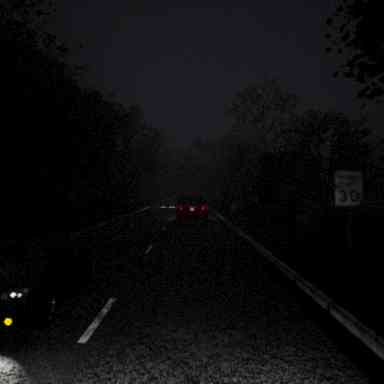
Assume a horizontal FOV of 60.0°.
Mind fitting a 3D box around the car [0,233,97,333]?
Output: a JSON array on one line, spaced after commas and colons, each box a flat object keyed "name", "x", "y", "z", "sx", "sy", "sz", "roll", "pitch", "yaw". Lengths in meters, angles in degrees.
[{"name": "car", "x": -3.380, "y": 1.564, "z": 6.789, "sx": 1.994, "sy": 1.385, "sz": 4.181, "roll": 0, "pitch": 0, "yaw": 0}]

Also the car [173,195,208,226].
[{"name": "car", "x": -0.010, "y": 1.210, "z": 23.762, "sx": 2.150, "sy": 2.045, "sz": 5.566, "roll": 0, "pitch": -1, "yaw": 0}]

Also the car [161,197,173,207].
[{"name": "car", "x": -3.613, "y": 1.513, "z": 50.348, "sx": 1.994, "sy": 1.385, "sz": 4.181, "roll": 0, "pitch": 0, "yaw": -1}]

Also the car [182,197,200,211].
[{"name": "car", "x": -0.100, "y": 1.459, "z": 42.174, "sx": 2.128, "sy": 1.511, "sz": 4.902, "roll": 0, "pitch": 0, "yaw": 0}]
